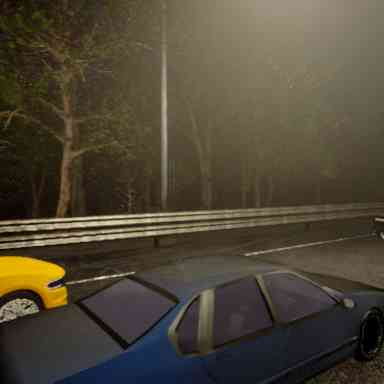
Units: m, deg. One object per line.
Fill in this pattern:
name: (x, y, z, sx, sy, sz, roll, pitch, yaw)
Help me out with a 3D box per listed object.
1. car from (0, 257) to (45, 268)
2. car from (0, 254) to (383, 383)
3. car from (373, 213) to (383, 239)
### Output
car: (-4.484, 1.483, 4.857, 5.008, 1.535, 1.882, 0, 0, -35)
car: (0.497, 1.536, 4.117, 5.357, 1.411, 2.033, 0, 0, -36)
car: (10.368, 1.420, 15.587, 4.902, 1.511, 2.128, 0, 0, -36)
